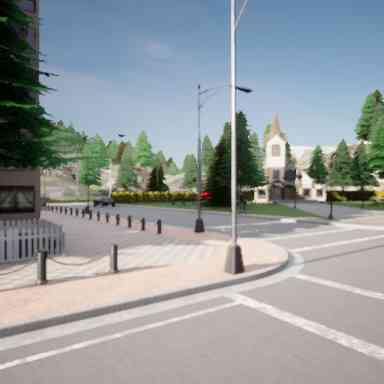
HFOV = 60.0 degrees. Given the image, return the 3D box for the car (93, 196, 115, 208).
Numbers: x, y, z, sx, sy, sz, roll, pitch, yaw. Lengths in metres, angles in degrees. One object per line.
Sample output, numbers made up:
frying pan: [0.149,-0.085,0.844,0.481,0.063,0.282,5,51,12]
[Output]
car: [-12.399,1.386,46.832,1.837,1.490,4.892,0,-1,-34]

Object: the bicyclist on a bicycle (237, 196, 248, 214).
bicyclist on a bicycle: [4.404,1.164,29.467,1.656,1.620,0.582,-1,0,-35]
